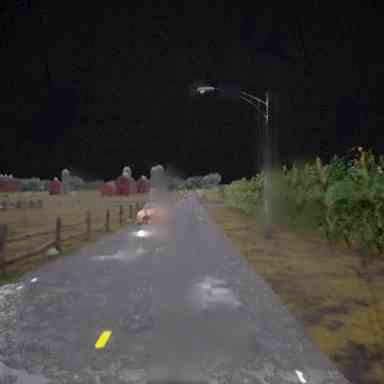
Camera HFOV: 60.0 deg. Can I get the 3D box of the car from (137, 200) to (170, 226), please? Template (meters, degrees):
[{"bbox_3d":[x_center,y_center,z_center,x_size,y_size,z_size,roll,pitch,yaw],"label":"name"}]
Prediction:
[{"bbox_3d":[-2.843,1.519,25.163,2.097,1.767,4.553,0,0,0],"label":"car"}]
